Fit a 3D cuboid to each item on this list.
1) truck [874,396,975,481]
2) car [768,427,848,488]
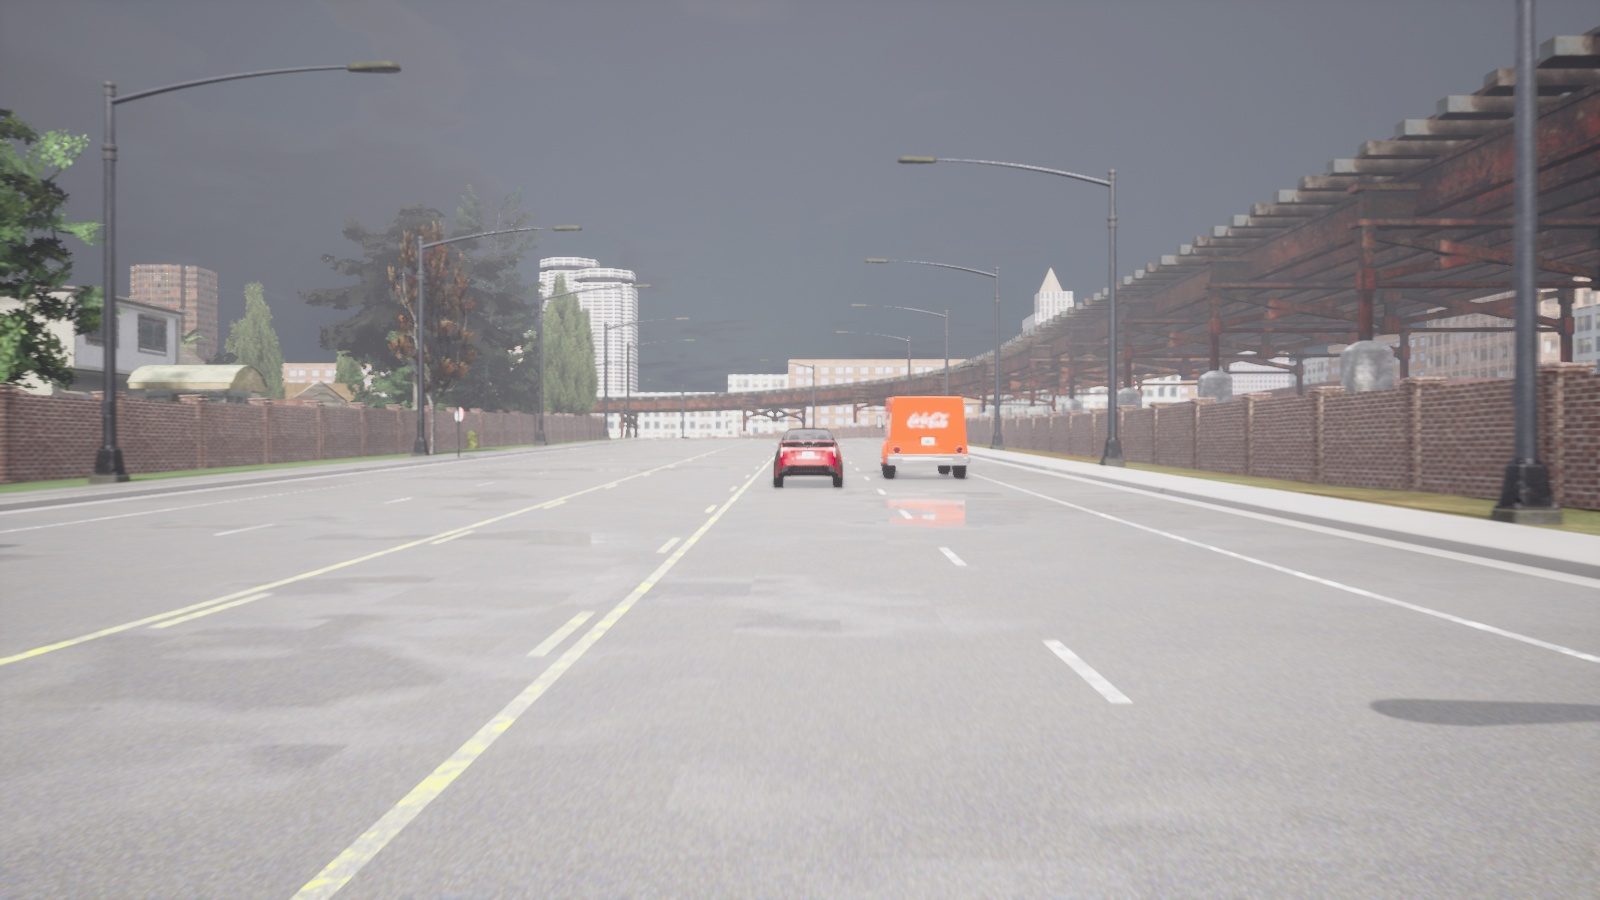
[{"bbox_3d":[3.753,-0.401,38.989,2.627,2.467,5.204,0,1,0],"label":"truck"},{"bbox_3d":[0.220,0.142,33.632,2.007,1.525,4.514,0,1,0],"label":"car"}]
